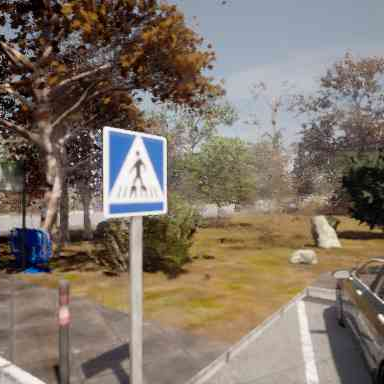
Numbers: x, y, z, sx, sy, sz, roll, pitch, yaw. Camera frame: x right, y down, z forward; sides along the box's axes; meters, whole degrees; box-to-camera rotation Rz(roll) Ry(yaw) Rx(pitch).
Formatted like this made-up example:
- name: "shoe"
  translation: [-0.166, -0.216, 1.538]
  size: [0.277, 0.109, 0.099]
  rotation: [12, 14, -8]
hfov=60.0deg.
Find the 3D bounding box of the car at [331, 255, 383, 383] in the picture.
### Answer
- name: "car"
  translation: [2.972, 1.493, 4.002]
  size: [2.231, 1.521, 4.892]
  rotation: [0, -1, 15]
